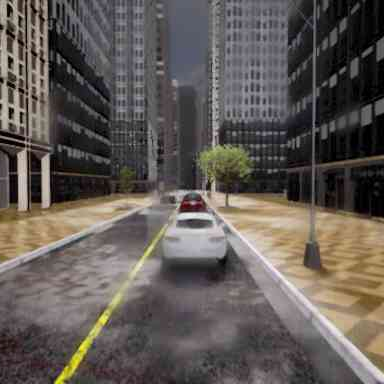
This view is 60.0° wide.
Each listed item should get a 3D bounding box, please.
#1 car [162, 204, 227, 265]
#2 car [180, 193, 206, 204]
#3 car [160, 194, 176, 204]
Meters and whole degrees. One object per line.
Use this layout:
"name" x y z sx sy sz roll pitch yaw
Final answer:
"car" 0.080 1.344 10.854 1.812 1.442 4.674 0 1 0
"car" 0.091 0.883 28.528 2.097 1.767 4.553 0 1 0
"car" -3.081 0.900 43.265 1.895 1.301 4.718 0 1 0
